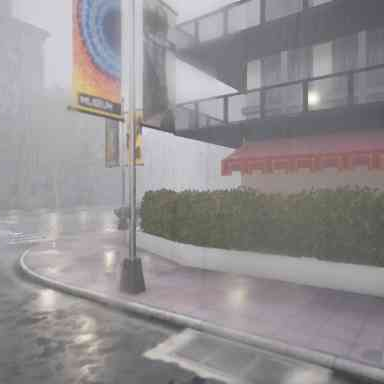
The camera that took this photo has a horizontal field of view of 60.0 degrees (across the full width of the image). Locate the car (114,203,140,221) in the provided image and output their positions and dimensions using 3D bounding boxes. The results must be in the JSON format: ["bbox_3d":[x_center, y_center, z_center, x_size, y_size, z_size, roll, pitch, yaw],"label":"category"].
[{"bbox_3d":[-3.921,1.529,26.981,1.895,1.301,4.718,0,0,35],"label":"car"}]
